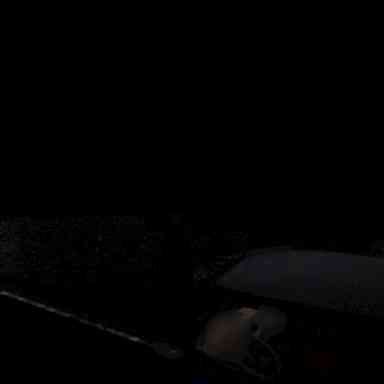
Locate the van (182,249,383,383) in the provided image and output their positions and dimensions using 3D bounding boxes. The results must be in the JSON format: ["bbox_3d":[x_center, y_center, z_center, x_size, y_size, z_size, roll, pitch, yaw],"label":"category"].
[{"bbox_3d":[1.751,1.339,1.715,3.998,1.788,1.690,0,0,35],"label":"van"}]
